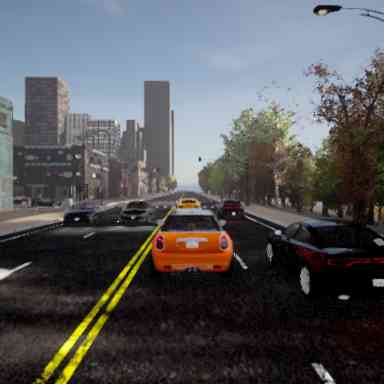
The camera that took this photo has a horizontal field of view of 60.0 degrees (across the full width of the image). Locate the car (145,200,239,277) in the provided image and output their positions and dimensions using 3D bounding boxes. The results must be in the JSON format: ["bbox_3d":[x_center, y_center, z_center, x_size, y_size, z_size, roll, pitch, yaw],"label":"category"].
[{"bbox_3d":[-0.016,1.277,10.132,2.097,1.767,4.553,0,0,-1],"label":"car"}]

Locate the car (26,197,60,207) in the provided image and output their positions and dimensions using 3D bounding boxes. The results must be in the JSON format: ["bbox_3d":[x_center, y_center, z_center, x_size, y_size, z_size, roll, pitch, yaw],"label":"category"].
[{"bbox_3d":[-20.619,1.481,47.306,4.313,1.339,1.947,-1,2,-1],"label":"car"}]

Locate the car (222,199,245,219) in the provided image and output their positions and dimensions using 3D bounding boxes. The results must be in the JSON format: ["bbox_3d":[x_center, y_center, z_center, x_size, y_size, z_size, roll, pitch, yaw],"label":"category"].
[{"bbox_3d":[2.999,1.308,26.588,1.837,1.490,4.892,0,0,-1],"label":"car"}]

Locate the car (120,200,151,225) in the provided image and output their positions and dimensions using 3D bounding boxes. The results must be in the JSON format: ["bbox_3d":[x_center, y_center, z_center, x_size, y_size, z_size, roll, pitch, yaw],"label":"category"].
[{"bbox_3d":[-3.638,1.342,22.693,1.837,1.490,4.892,0,0,-1],"label":"car"}]

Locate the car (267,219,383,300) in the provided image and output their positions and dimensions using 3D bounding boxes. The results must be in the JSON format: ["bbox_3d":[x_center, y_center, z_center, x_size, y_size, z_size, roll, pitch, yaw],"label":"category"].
[{"bbox_3d":[3.260,1.414,8.294,1.882,1.535,5.008,0,0,-1],"label":"car"}]

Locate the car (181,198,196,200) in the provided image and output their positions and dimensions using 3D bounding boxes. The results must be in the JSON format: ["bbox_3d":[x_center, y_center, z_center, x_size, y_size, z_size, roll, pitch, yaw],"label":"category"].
[{"bbox_3d":[-0.269,1.274,27.775,1.882,1.535,5.008,0,0,-1],"label":"car"}]

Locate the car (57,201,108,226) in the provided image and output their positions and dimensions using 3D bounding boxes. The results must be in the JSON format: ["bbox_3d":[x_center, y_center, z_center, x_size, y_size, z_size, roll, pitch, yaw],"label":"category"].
[{"bbox_3d":[-6.876,1.407,21.821,1.994,1.385,4.181,0,0,-1],"label":"car"}]

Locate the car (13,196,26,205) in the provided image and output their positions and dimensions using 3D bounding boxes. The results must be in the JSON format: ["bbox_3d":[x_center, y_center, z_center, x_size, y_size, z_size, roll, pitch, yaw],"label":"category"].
[{"bbox_3d":[-29.079,1.421,55.692,4.403,1.369,2.008,-1,2,-1],"label":"car"}]
